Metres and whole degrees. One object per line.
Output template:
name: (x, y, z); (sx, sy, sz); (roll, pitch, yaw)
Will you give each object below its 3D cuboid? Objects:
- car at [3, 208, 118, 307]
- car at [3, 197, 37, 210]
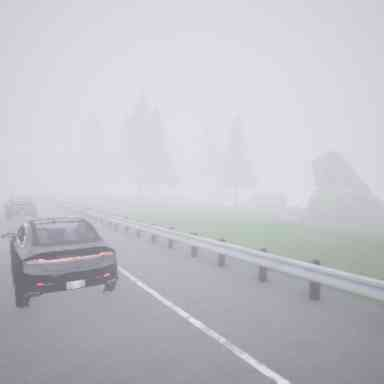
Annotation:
car: (-3.211, 1.348, 7.828); (2.128, 1.511, 4.902); (-2, 2, -30)
car: (-12.128, 1.109, 23.542); (2.128, 1.511, 4.902); (-1, 1, -29)
